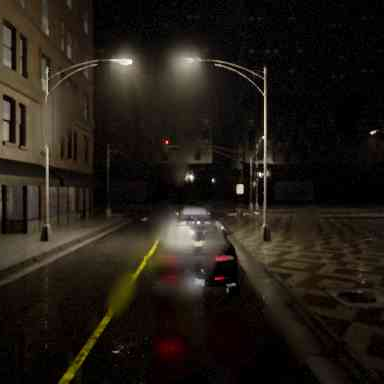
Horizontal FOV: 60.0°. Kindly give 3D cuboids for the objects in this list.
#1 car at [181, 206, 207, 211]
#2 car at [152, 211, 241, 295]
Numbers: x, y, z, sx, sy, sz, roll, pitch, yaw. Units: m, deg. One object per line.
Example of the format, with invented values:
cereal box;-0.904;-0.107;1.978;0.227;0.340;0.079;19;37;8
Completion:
car;0.108;1.510;18.736;2.033;1.411;5.357;0;0;-1
car;0.094;1.474;8.624;2.128;1.511;4.902;0;0;0
